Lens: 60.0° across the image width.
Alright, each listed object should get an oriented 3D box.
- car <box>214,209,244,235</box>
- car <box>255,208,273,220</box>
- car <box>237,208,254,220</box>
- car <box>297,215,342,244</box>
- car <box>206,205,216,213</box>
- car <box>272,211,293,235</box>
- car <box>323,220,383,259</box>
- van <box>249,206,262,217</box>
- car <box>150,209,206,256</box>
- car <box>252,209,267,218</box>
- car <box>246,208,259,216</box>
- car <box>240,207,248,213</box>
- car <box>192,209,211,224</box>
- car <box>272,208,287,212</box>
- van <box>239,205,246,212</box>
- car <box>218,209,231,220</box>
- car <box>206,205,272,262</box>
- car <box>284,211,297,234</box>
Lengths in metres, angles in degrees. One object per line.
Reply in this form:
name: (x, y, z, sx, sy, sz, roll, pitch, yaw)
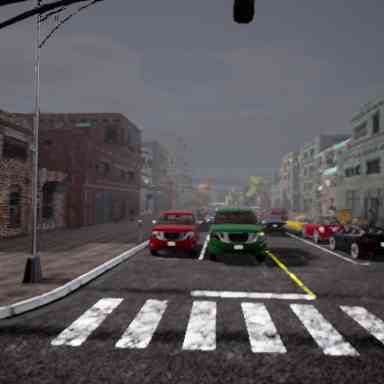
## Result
car: (2.834, 2.262, 26.233, 2.097, 1.767, 4.553, 1, -2, 5)
car: (10.400, 3.183, 48.222, 1.967, 1.590, 4.097, 0, -2, 5)
car: (7.939, 3.268, 50.084, 2.128, 1.511, 4.902, 1, -2, 5)
car: (8.181, 2.227, 20.585, 1.967, 1.590, 4.097, 0, -2, 5)
car: (4.711, 4.121, 82.061, 2.192, 1.841, 5.009, 0, -2, 5)
car: (5.997, 2.479, 25.691, 2.033, 1.411, 5.357, 1, -2, 5)
car: (7.736, 2.162, 15.054, 1.947, 1.339, 4.313, 0, -2, 5)
van: (11.288, 3.466, 59.280, 1.690, 1.788, 3.998, 0, -2, 5)
car: (-0.616, 1.829, 15.734, 2.192, 1.841, 5.009, 0, -2, 5)
car: (10.844, 3.516, 53.744, 1.802, 1.307, 4.206, 0, -2, 5)
car: (11.732, 3.861, 64.800, 1.887, 1.381, 4.507, 0, -2, 5)
car: (13.507, 4.661, 86.908, 1.802, 1.307, 4.206, 0, -2, 5)
car: (1.159, 2.719, 37.839, 1.967, 1.590, 4.097, 0, -2, 5)
car: (9.512, 2.676, 37.171, 2.192, 1.841, 5.009, 0, -2, 5)
van: (13.952, 4.611, 92.443, 1.690, 1.788, 3.998, 0, -2, 5)
car: (4.630, 3.173, 47.499, 1.812, 1.442, 4.674, 1, -2, 5)
car: (1.907, 1.734, 14.736, 2.150, 2.045, 5.566, 1, -2, 5)
car: (8.637, 2.510, 26.279, 1.752, 1.417, 4.829, 0, -2, 5)
